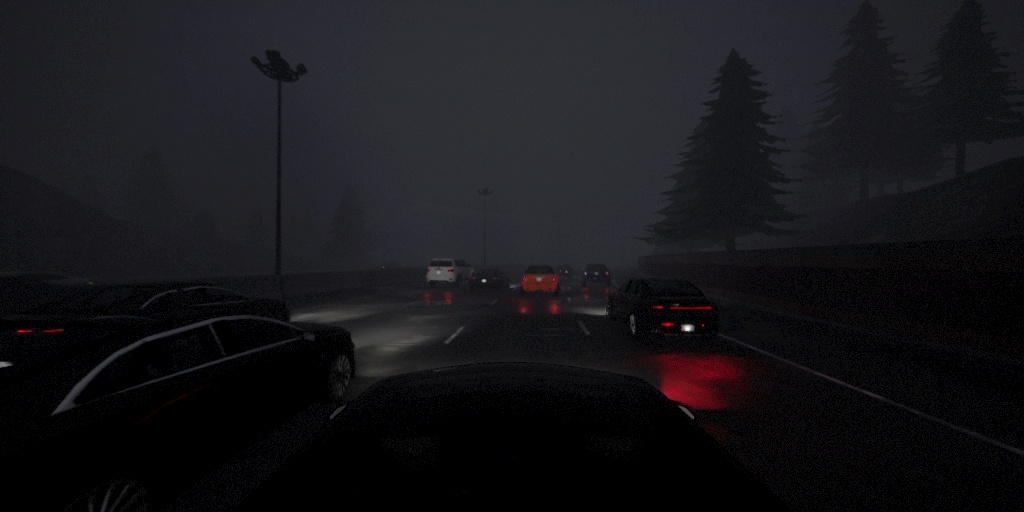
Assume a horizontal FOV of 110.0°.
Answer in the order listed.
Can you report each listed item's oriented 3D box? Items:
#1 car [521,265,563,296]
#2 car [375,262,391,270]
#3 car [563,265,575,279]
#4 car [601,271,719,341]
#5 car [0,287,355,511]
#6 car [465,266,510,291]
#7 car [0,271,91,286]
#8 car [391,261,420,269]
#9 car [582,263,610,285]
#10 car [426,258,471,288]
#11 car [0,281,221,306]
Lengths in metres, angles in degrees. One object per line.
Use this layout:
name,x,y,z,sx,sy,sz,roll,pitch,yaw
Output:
car,1.770,1.287,21.250,2.097,1.767,4.553,0,0,8
car,-18.797,1.601,54.706,1.837,1.490,4.892,0,-1,19
car,5.606,1.651,38.635,2.033,1.411,5.357,0,-1,16
car,4.021,1.344,10.263,1.837,1.490,4.892,0,-1,4
car,-3.300,1.248,3.493,2.128,1.511,4.902,0,-1,1
car,-1.362,1.512,23.814,1.994,1.385,4.181,0,-1,9
car,-17.111,1.357,11.508,1.994,1.385,4.181,0,-1,4
car,-15.495,1.512,53.546,1.812,1.442,4.674,0,-1,19
car,6.715,1.367,28.683,2.097,1.767,4.553,0,-1,12
car,-4.434,1.188,26.710,2.150,2.045,5.566,0,-1,11
car,-6.660,1.274,7.199,2.128,1.511,4.902,0,-1,3
